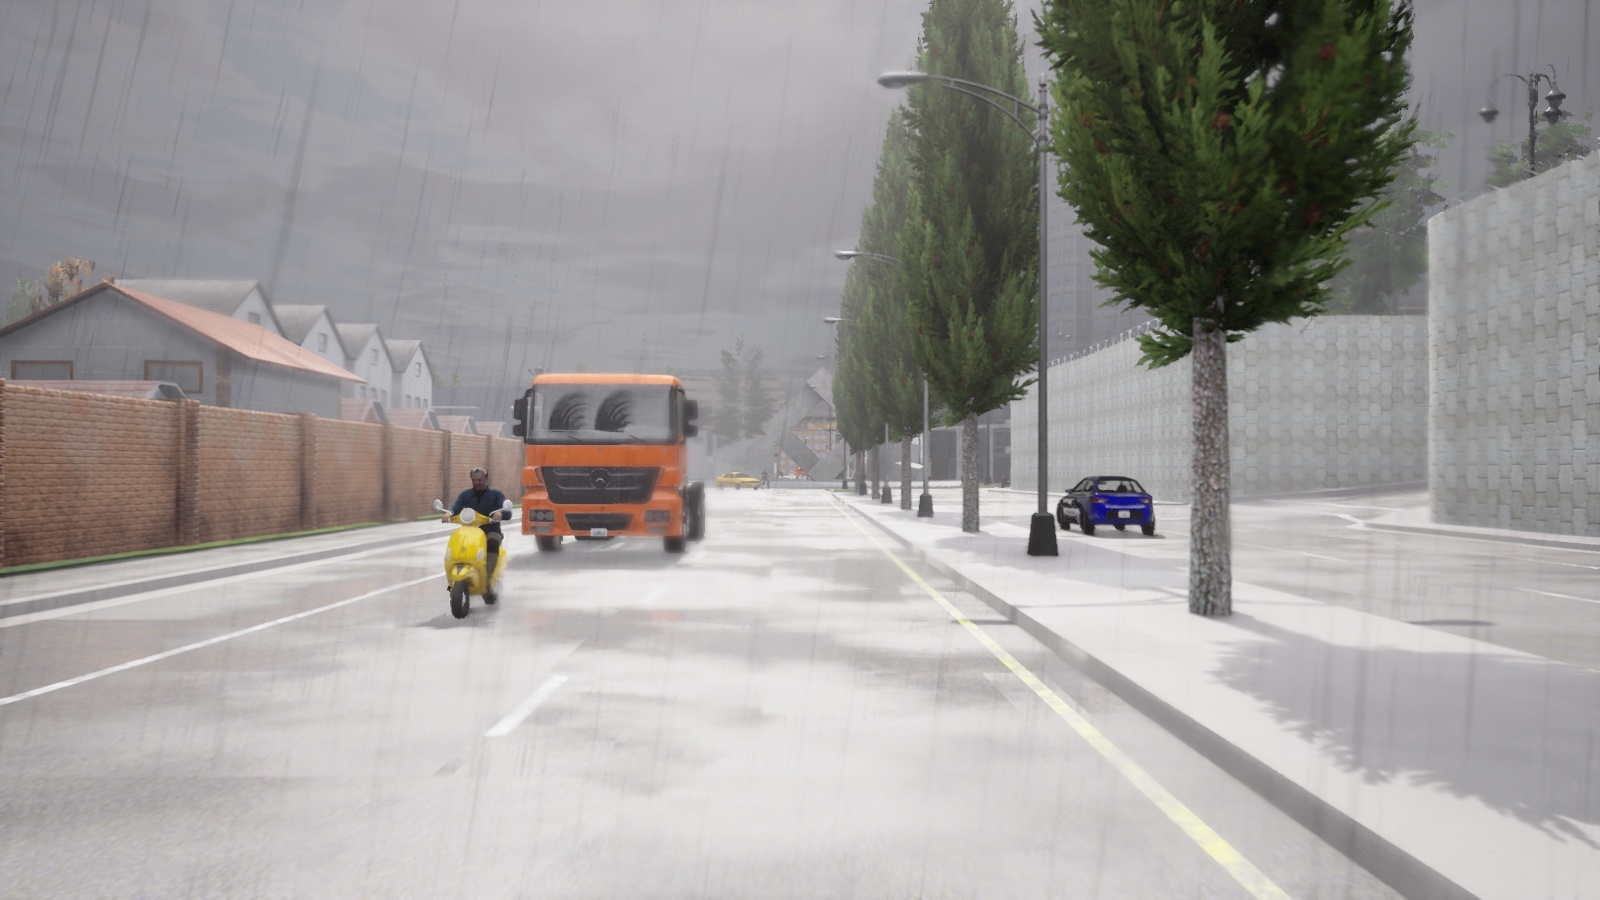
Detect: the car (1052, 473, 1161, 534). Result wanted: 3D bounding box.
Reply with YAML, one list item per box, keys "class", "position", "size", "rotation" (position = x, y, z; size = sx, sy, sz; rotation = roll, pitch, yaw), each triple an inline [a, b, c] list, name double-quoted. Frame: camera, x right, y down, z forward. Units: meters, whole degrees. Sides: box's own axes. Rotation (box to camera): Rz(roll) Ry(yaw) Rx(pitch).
- class: "car"
  position: [7.920, 1.347, 32.850]
  size: [1.816, 1.474, 4.193]
  rotation: [0, -1, 0]

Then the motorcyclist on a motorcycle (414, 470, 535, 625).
- class: "motorcyclist on a motorcycle"
  position: [-3.534, 1.013, 13.809]
  size: [0.866, 1.590, 1.817]
  rotation: [0, -1, 0]

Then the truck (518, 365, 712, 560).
- class: "truck"
  position: [-3.567, 0.286, 26.235]
  size: [2.891, 3.462, 7.936]
  rotation: [0, -1, 0]
